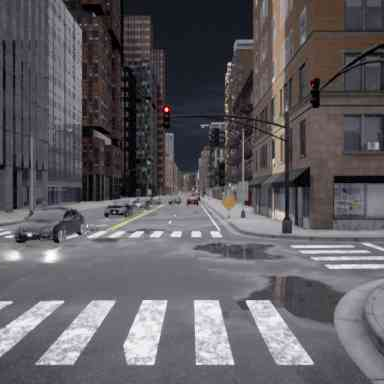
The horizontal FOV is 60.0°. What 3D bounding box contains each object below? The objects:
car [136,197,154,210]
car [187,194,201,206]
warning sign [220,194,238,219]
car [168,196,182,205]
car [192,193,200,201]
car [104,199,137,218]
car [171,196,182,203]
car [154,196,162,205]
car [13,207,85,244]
[{"bbox_3d":[-6.593,1.495,43.362,2.128,1.511,4.902,0,0,0],"label":"car"},{"bbox_3d":[0.100,1.484,54.838,1.882,1.535,5.008,0,0,0],"label":"car"},{"bbox_3d":[2.854,1.114,25.647,1.300,1.860,1.060,0,0,0],"label":"warning sign"},{"bbox_3d":[-3.151,1.609,59.379,1.895,1.301,4.718,0,0,0],"label":"car"},{"bbox_3d":[0.975,1.253,85.682,2.150,2.045,5.566,0,0,0],"label":"car"},{"bbox_3d":[-6.602,1.564,30.157,1.994,1.385,4.181,0,0,0],"label":"car"},{"bbox_3d":[-3.154,1.561,69.638,2.033,1.411,5.357,0,0,0],"label":"car"},{"bbox_3d":[-6.504,1.536,59.485,1.812,1.442,4.674,0,0,0],"label":"car"},{"bbox_3d":[-6.605,1.513,15.946,1.837,1.490,4.892,0,0,0],"label":"car"}]
